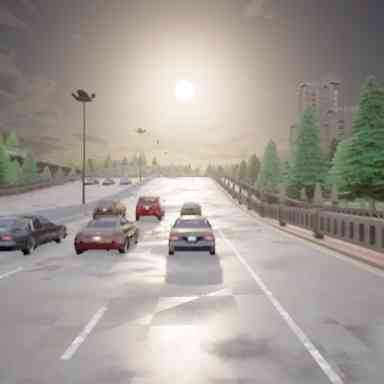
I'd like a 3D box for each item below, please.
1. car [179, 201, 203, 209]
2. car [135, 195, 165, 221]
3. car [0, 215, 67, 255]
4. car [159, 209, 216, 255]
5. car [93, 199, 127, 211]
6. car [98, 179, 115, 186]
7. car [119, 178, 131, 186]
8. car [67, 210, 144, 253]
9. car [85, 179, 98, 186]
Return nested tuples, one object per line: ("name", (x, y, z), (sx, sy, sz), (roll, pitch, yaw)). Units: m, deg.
("car", (-0.085, 1.572, 29.315), (1.837, 1.490, 4.892), (0, 2, 0))
("car", (-3.586, 1.289, 29.001), (2.150, 2.045, 5.566), (0, 2, 0))
("car", (-7.004, 1.683, 13.973), (2.033, 1.411, 5.357), (0, -1, 0))
("car", (-0.004, 1.683, 13.979), (2.033, 1.411, 5.357), (0, -1, 0))
("car", (-7.086, 1.420, 29.052), (2.097, 1.767, 4.553), (0, 2, 0))
("car", (-17.834, -2.119, 71.173), (2.033, 1.411, 5.357), (0, 6, 0))
("car", (-14.334, -2.181, 71.187), (1.882, 1.535, 5.008), (0, 6, 0))
("car", (-3.502, 1.702, 14.278), (1.994, 1.385, 4.181), (0, -1, 0))
("car", (-21.334, -2.119, 71.153), (2.033, 1.411, 5.357), (0, 6, 0))
